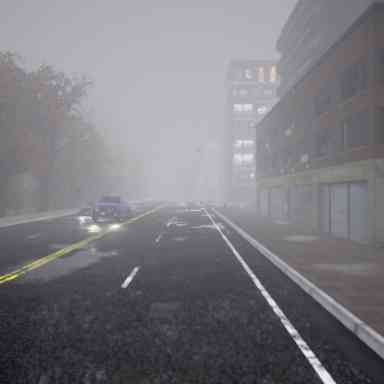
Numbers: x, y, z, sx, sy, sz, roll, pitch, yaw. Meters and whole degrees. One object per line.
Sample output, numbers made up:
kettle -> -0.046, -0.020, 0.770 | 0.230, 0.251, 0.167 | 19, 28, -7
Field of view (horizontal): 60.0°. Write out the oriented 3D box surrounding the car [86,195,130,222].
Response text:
car -> -6.599, 1.253, 27.419 | 2.150, 2.045, 5.566 | 0, 0, 0

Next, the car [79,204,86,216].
car -> -9.836, 1.585, 33.921 | 2.033, 1.411, 5.357 | 0, 0, 0

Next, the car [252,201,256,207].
car -> 12.211, 1.845, 55.603 | 4.181, 1.385, 1.994 | 1, 0, 0
